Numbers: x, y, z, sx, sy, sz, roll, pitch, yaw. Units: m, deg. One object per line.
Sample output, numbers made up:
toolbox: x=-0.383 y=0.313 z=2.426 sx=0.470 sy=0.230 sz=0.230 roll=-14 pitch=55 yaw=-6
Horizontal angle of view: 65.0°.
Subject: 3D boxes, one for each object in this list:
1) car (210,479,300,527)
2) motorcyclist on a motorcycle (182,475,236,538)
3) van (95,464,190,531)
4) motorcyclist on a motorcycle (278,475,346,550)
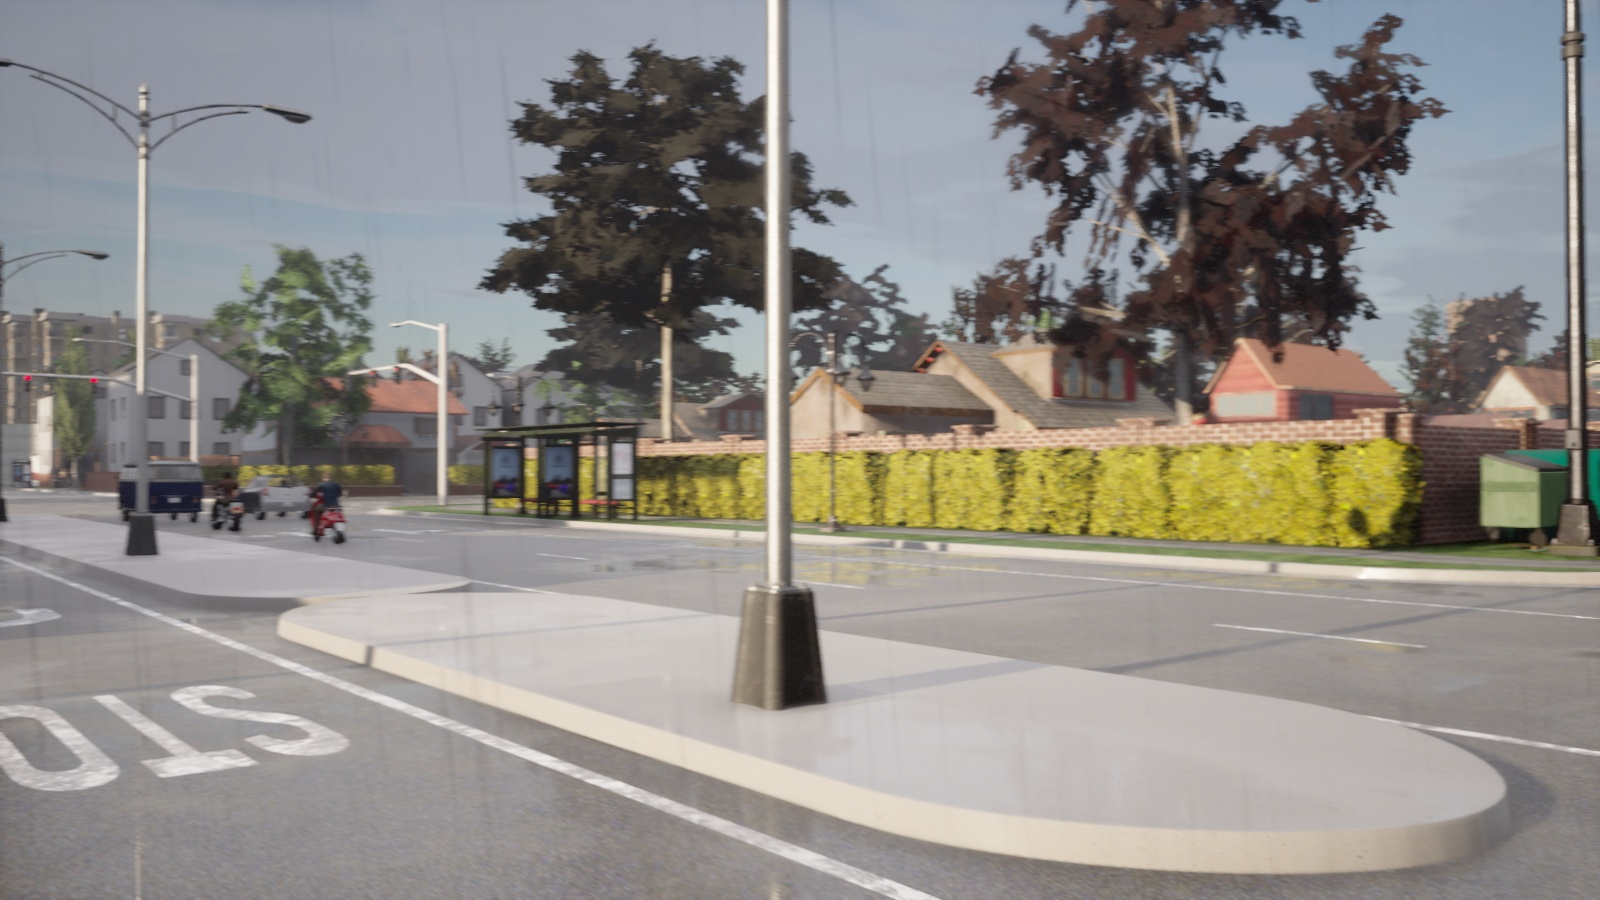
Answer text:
car: x=-18.431 y=1.752 z=42.392 sx=1.845 sy=1.501 sz=3.633 roll=0 pitch=-1 yaw=-40
motorcyclist on a motorcycle: x=-16.064 y=1.521 z=34.095 sx=0.766 sy=1.649 sz=2.350 roll=0 pitch=-1 yaw=-40
van: x=-20.980 y=1.476 z=39.985 sx=1.775 sy=1.987 sz=4.442 roll=0 pitch=-1 yaw=-40
motorcyclist on a motorcycle: x=-10.818 y=1.361 z=27.810 sx=0.866 sy=1.590 sz=1.817 roll=0 pitch=-1 yaw=-40
